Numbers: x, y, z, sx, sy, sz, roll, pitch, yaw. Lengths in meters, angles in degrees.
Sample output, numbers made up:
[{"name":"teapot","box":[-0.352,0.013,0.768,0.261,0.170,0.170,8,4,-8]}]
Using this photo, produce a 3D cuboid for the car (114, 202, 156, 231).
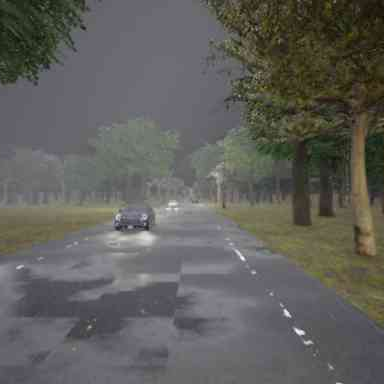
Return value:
[{"name":"car","box":[-3.592,1.477,21.649,2.097,1.767,4.553,0,-1,0]}]

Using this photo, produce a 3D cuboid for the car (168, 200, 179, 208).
[{"name":"car","box":[-3.515,2.307,62.232,1.812,1.442,4.674,0,-1,1]}]
